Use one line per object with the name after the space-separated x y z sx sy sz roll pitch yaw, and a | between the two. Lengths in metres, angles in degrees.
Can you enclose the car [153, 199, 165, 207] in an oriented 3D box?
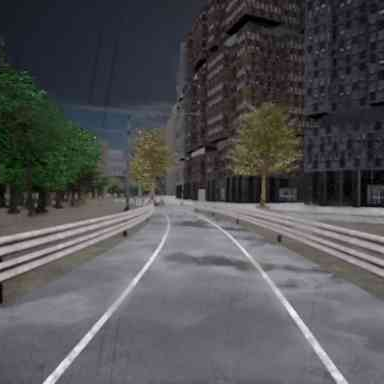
-6.180 2.003 60.971 1.812 1.442 4.674 1 -1 -18 | car
